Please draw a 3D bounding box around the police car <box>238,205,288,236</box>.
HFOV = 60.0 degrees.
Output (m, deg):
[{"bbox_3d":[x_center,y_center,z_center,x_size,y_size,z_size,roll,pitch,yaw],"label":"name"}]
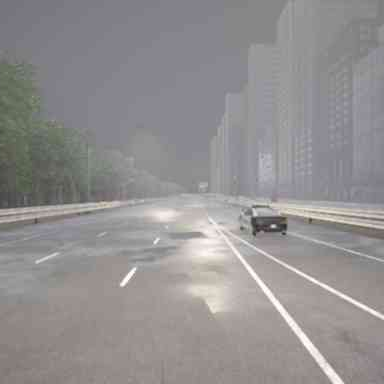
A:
[{"bbox_3d":[4.043,1.603,19.796,1.930,1.638,5.238,0,-1,-4],"label":"police car"}]
